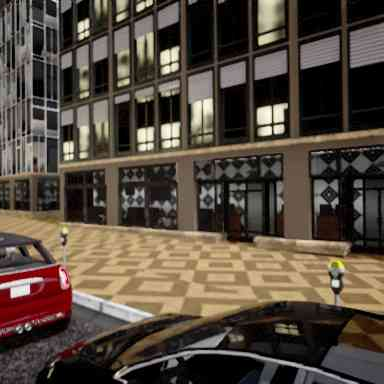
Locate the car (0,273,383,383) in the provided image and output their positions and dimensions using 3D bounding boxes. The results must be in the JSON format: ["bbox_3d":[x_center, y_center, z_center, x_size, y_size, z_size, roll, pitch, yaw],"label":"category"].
[{"bbox_3d":[0.628,1.561,2.464,4.313,1.339,1.947,0,-1,36],"label":"car"}]

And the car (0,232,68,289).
[{"bbox_3d":[-3.946,1.401,5.842,4.097,1.590,1.967,0,-1,37],"label":"car"}]
